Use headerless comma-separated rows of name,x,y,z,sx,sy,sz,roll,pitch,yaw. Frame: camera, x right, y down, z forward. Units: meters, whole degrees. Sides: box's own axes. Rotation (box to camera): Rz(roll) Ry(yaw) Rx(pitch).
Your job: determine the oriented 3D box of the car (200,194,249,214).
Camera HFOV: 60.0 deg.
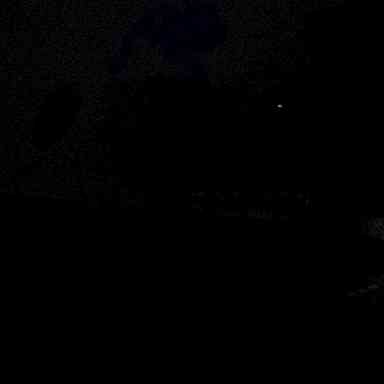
car,2.629,0.952,27.621,2.128,1.511,4.902,-2,2,-36
